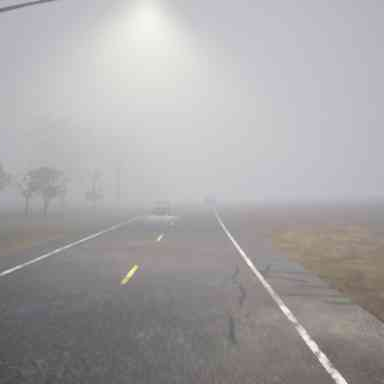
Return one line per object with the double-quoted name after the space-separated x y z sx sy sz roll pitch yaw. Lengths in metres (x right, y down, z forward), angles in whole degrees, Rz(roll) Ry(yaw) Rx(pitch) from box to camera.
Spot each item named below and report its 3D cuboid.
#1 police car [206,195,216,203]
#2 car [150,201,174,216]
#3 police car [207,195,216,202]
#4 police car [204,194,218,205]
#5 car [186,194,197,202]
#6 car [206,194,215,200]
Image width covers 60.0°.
3.939 1.409 68.586 1.930 1.638 5.238 0 0 5 "police car"
-2.888 1.563 33.137 1.994 1.385 4.181 0 0 2 "car"
4.458 1.405 74.543 1.930 1.638 5.238 0 0 5 "police car"
3.170 1.415 58.649 1.930 1.638 5.238 0 0 4 "police car"
-0.085 1.297 74.777 2.097 1.767 4.553 0 0 5 "car"
5.247 1.393 92.911 2.033 1.411 5.357 0 0 7 "car"
